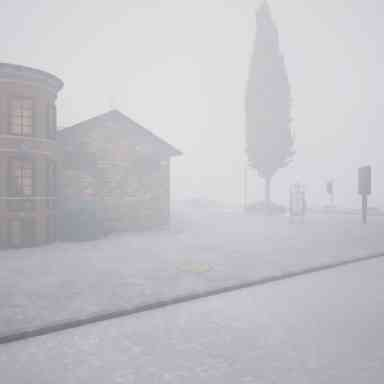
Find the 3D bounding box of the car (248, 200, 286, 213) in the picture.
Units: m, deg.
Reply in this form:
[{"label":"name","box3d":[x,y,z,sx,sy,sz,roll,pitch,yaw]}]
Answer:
[{"label":"car","box3d":[7.851,1.564,35.343,1.994,1.385,4.181,0,0,-36]}]

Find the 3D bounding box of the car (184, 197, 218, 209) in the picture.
[{"label":"car","box3d":[0.846,1.492,45.155,2.128,1.511,4.902,0,0,-35]}]
